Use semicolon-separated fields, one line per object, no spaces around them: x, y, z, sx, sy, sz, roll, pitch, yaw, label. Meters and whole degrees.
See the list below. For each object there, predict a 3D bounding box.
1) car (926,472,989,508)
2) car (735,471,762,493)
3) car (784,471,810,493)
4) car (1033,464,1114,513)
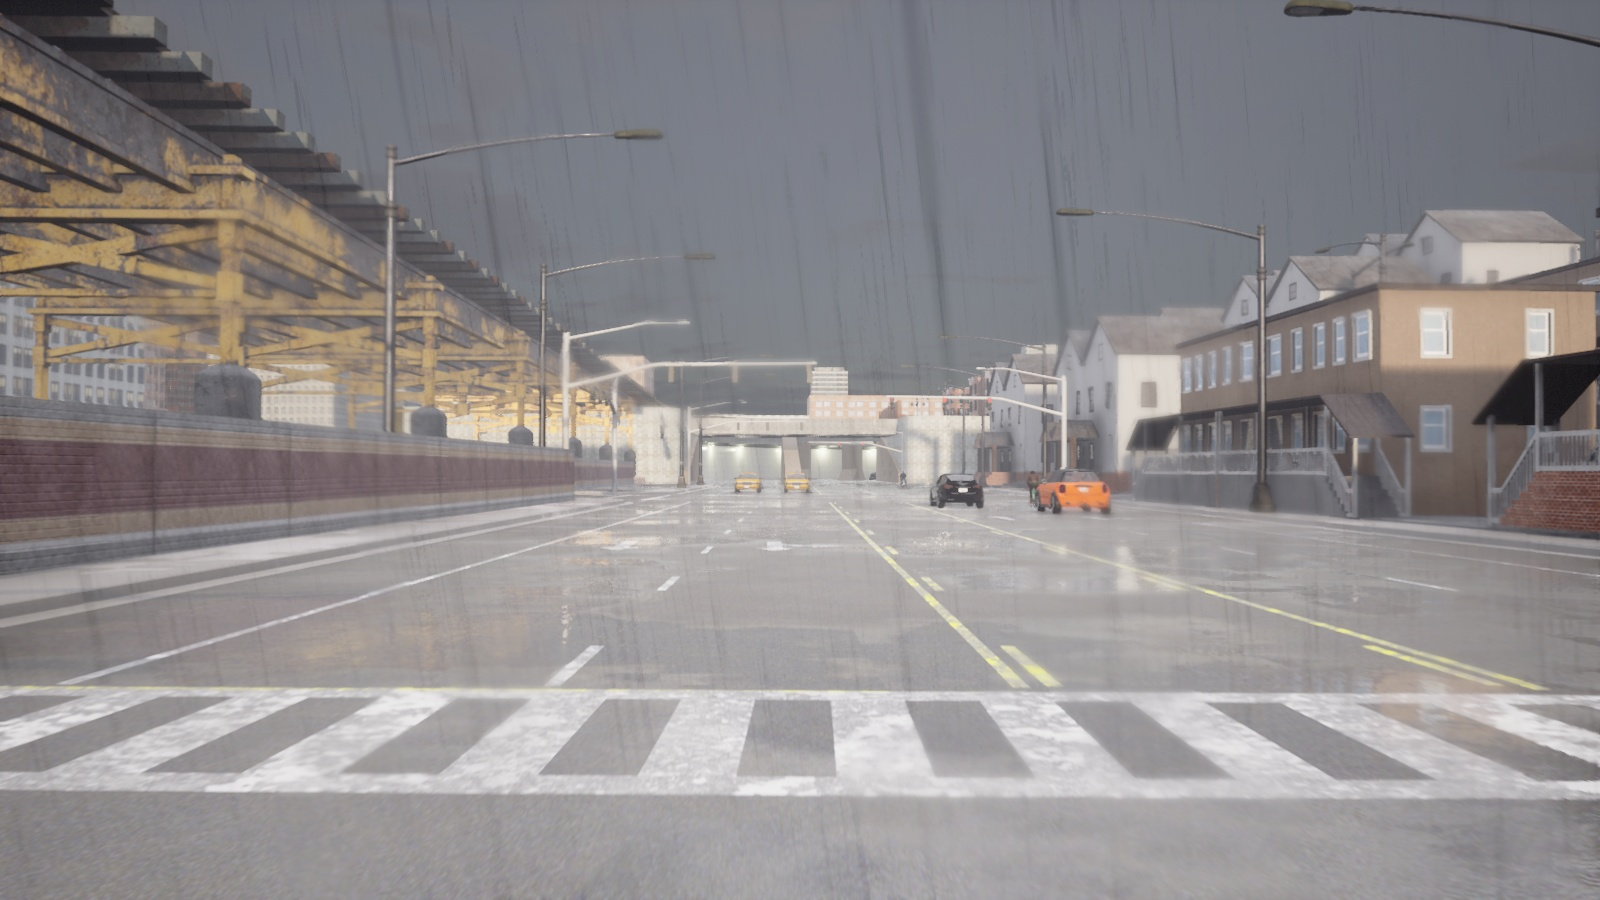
6.877;1.711;55.217;2.163;1.488;4.792;0;-1;0;car
-3.703;2.293;91.043;1.801;1.575;5.366;0;-1;0;car
-0.203;2.280;91.140;1.801;1.575;5.366;0;-1;0;car
10.392;1.438;48.121;2.097;1.767;4.553;0;-1;0;car
